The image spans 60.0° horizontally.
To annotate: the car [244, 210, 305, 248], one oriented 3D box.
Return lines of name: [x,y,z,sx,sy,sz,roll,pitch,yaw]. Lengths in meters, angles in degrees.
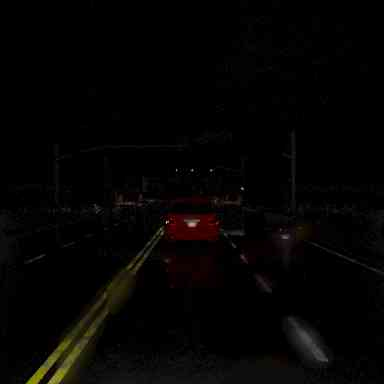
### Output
car: [3.500,1.531,14.650,1.812,1.442,4.674,0,0,0]

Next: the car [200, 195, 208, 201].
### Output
car: [3.025,1.543,87.048,1.994,1.385,4.181,0,0,0]

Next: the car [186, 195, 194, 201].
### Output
car: [-0.475,1.543,87.072,1.994,1.385,4.181,0,0,0]

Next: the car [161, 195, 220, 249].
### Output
car: [0.000,1.256,14.680,2.150,2.045,5.566,0,0,0]
